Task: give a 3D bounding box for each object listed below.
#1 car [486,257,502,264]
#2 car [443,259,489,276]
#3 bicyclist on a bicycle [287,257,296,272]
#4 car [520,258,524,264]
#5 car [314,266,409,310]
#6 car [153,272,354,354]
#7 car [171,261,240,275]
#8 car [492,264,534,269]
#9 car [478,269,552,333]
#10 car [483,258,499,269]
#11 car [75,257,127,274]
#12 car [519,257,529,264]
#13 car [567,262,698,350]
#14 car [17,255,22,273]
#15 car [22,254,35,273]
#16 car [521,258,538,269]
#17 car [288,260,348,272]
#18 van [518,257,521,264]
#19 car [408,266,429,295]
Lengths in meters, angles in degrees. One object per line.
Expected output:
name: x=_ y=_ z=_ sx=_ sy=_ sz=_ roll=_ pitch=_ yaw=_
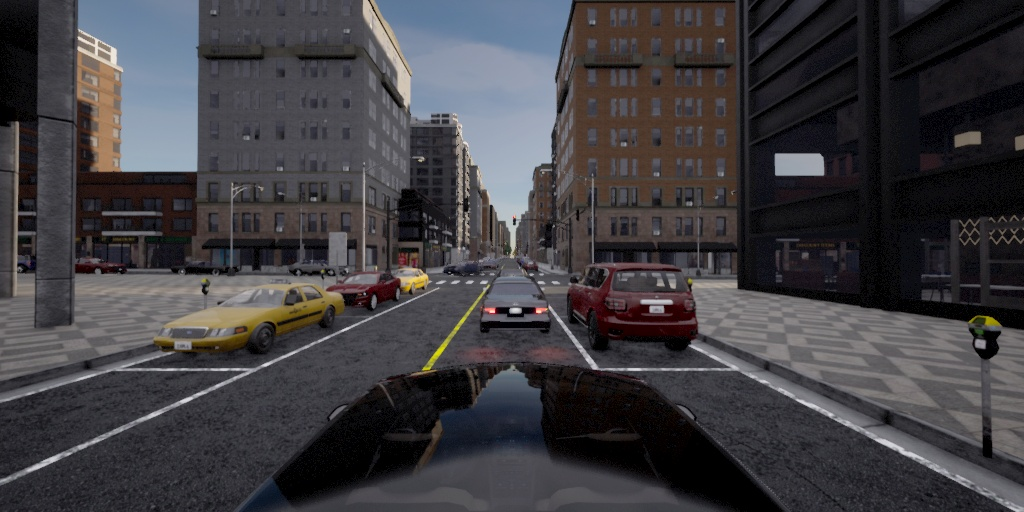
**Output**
car: x=-3.238 y=1.313 z=62.704 sx=1.994 sy=1.385 sz=4.181 roll=0 pitch=0 yaw=0
car: x=-5.001 y=1.293 z=38.255 sx=2.033 sy=1.411 sz=5.357 roll=0 pitch=0 yaw=28
bicyclist on a bicycle: x=-23.113 y=0.898 z=37.632 sx=0.582 sy=1.620 sz=1.656 roll=0 pitch=0 yaw=0
car: x=2.526 y=1.329 z=52.927 sx=1.802 sy=1.307 sz=4.207 roll=0 pitch=0 yaw=0
car: x=-5.893 y=1.294 z=14.595 sx=1.888 sy=1.381 sz=4.507 roll=0 pitch=0 yaw=0
car: x=-5.876 y=1.275 z=8.801 sx=1.751 sy=1.417 sz=4.829 roll=0 pitch=0 yaw=0
car: x=-26.740 y=1.103 z=31.403 sx=4.718 sy=1.301 sz=1.895 roll=1 pitch=-1 yaw=0
car: x=0.018 y=1.349 z=20.444 sx=1.895 sy=1.301 sz=4.718 roll=0 pitch=0 yaw=0
car: x=0.067 y=1.297 z=10.717 sx=2.033 sy=1.411 sz=5.357 roll=0 pitch=0 yaw=0
car: x=-3.237 y=1.311 z=51.422 sx=1.994 sy=1.385 sz=4.181 roll=0 pitch=0 yaw=0
car: x=-36.835 y=0.888 z=31.445 sx=5.008 sy=1.535 sz=1.882 roll=1 pitch=-1 yaw=0
car: x=2.510 y=1.330 z=58.601 sx=1.802 sy=1.307 sz=4.207 roll=0 pitch=0 yaw=0
car: x=2.649 y=1.064 z=8.986 sx=2.192 sy=1.841 sz=5.009 roll=0 pitch=0 yaw=0
car: x=-46.944 y=0.822 z=31.512 sx=4.892 sy=1.490 sz=1.837 roll=1 pitch=-1 yaw=1
car: x=-47.617 y=0.694 z=34.614 sx=4.553 sy=1.767 sz=2.097 roll=1 pitch=-1 yaw=1
car: x=2.542 y=1.329 z=47.254 sx=1.802 sy=1.307 sz=4.207 roll=0 pitch=0 yaw=0
car: x=-16.843 y=1.083 z=31.370 sx=4.902 sy=1.511 sz=2.128 roll=1 pitch=-1 yaw=0
van: x=2.494 y=1.089 z=64.274 sx=1.690 sy=1.789 sz=3.998 roll=0 pitch=0 yaw=0
car: x=-5.908 y=1.274 z=20.050 sx=1.751 sy=1.417 sz=4.829 roll=0 pitch=0 yaw=0
